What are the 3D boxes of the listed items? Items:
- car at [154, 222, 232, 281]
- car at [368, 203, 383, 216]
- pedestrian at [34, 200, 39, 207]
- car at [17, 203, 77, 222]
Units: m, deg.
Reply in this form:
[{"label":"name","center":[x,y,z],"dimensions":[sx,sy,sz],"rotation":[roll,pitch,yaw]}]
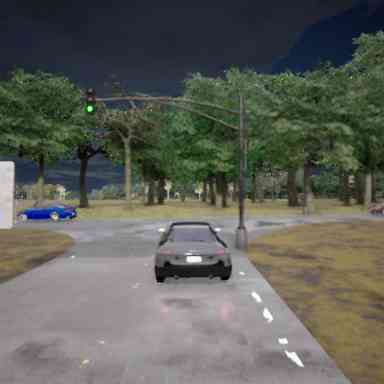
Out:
[{"label":"car","center":[-0.052,1.565,9.879],"dimensions":[1.994,1.385,4.181],"rotation":[0,0,-3]},{"label":"car","center":[17.491,1.270,28.349],"dimensions":[4.674,1.442,1.812],"rotation":[-1,-2,0]},{"label":"pedestrian","center":[-15.105,1.705,32.277],"dimensions":[0.375,1.860,0.375],"rotation":[0,-1,0]},{"label":"car","center":[-12.246,1.713,28.071],"dimensions":[5.008,1.535,1.882],"rotation":[-1,-3,13]}]
